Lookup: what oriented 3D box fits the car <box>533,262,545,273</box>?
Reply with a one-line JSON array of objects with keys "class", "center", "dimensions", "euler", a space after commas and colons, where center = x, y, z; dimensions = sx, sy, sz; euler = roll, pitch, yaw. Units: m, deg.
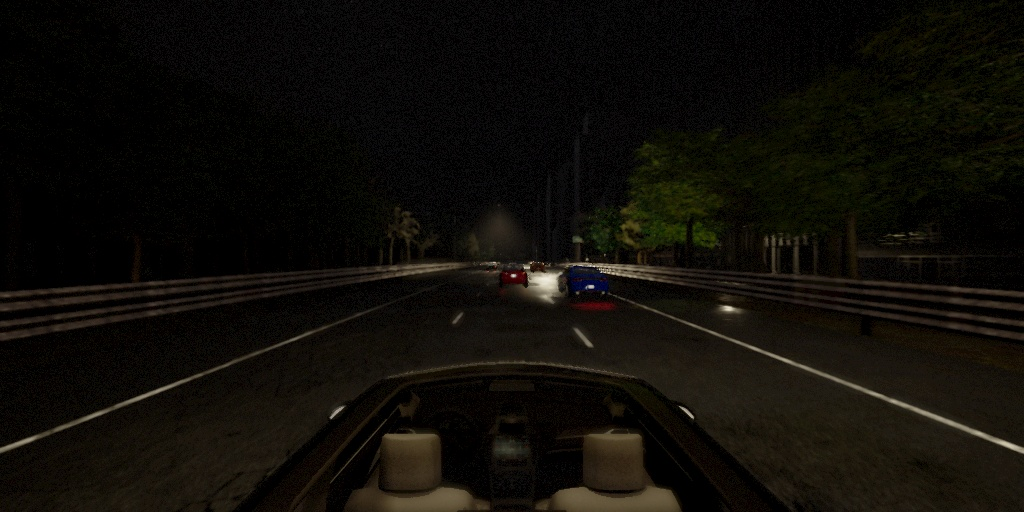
[{"class": "car", "center": [3.591, 1.611, 51.243], "dimensions": [1.882, 1.535, 5.008], "euler": [0, -1, 0]}]

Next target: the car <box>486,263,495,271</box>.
[{"class": "car", "center": [-3.407, 1.896, 62.681], "dimensions": [1.895, 1.301, 4.718], "euler": [0, -1, 0]}]

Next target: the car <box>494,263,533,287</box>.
[{"class": "car", "center": [0.096, 1.334, 25.614], "dimensions": [2.163, 1.488, 4.792], "euler": [0, 0, 0]}]

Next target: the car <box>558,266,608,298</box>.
[{"class": "car", "center": [3.599, 1.264, 18.778], "dimensions": [1.882, 1.535, 5.008], "euler": [0, 0, 0]}]
